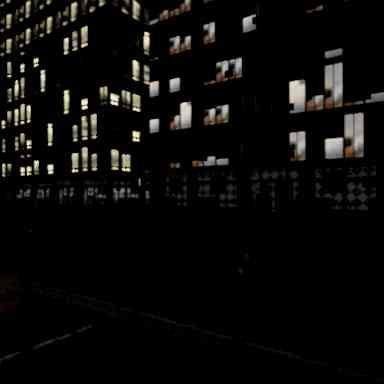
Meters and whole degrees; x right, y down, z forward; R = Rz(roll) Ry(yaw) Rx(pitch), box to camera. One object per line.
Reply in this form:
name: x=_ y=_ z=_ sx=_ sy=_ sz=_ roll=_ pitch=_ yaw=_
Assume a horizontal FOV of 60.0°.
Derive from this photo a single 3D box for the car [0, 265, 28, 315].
car: x=-5.103 y=1.586 z=6.510 sx=4.829 sy=1.417 sz=1.752 roll=-1 pitch=0 yaw=36
